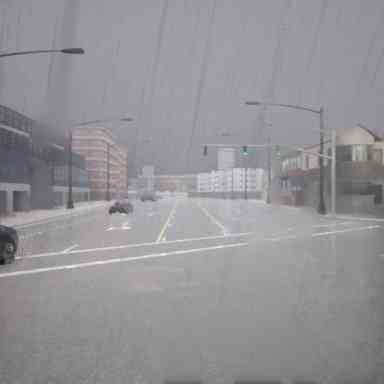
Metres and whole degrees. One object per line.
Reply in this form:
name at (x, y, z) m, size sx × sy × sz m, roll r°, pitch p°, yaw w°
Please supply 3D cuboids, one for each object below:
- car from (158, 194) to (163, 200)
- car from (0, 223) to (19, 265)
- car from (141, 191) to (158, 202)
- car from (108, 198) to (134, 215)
car at (-8.516, 1.279, 84.846) m, size 1.882 × 1.535 × 5.008 m, roll 0°, pitch -1°, yaw -1°
car at (-6.556, 1.522, 8.968) m, size 2.128 × 1.511 × 4.902 m, roll 0°, pitch 0°, yaw -1°
car at (-7.864, 0.788, 59.659) m, size 2.150 × 2.045 × 5.566 m, roll 0°, pitch 0°, yaw -1°
car at (-7.204, 1.609, 33.998) m, size 1.895 × 1.301 × 4.718 m, roll 0°, pitch 1°, yaw -1°
